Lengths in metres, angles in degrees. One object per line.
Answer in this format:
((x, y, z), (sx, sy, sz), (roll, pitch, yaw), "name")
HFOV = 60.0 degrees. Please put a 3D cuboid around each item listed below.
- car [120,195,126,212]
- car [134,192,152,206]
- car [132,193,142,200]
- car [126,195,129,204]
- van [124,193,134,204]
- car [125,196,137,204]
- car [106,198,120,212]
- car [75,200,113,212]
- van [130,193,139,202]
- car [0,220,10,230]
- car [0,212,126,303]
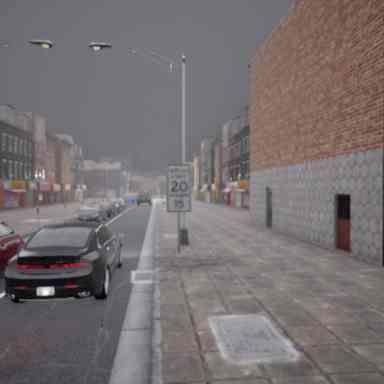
((-8.326, 1.336, 34.489), (1.967, 1.590, 4.097), (0, 0, -6), "car")
((-7.430, 1.069, 51.669), (2.150, 2.045, 5.566), (0, 0, -6), "car")
((-13.591, 1.092, 83.110), (2.192, 1.841, 5.009), (0, 0, -6), "car")
((-8.892, 1.406, 39.723), (1.752, 1.417, 4.829), (0, 0, -6), "car")
((-10.666, 1.179, 56.098), (1.690, 1.788, 3.998), (0, 0, -6), "van")
((-11.250, 1.390, 61.501), (1.947, 1.339, 4.313), (0, 0, -6), "car")
((-7.741, 1.457, 29.087), (1.887, 1.381, 4.507), (0, 0, -6), "car")
((-7.156, 1.480, 23.685), (2.008, 1.369, 4.403), (0, 0, -6), "car")
((-12.421, 1.140, 72.305), (1.690, 1.788, 3.998), (0, 0, -6), "van")
((-5.402, 1.422, 7.478), (1.967, 1.590, 4.097), (0, 0, -6), "car")
((-2.826, 1.481, 8.229), (1.837, 1.490, 4.892), (0, 0, -6), "car")
